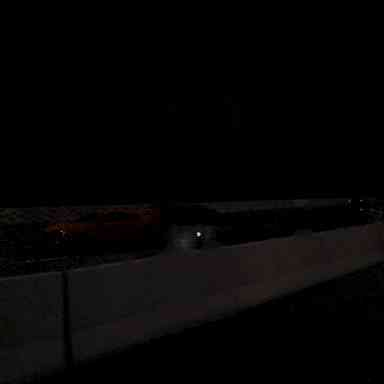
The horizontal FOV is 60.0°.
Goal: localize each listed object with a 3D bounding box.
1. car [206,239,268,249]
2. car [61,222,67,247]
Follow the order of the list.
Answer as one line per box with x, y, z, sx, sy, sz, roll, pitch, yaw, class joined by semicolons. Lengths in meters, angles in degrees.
1.441;1.625;14.057;4.718;1.301;1.895;0;0;-39;car
-3.718;1.504;14.461;5.008;1.535;1.882;0;0;-38;car
